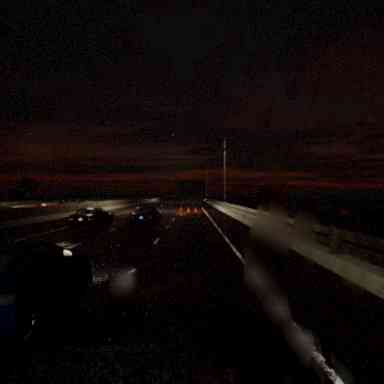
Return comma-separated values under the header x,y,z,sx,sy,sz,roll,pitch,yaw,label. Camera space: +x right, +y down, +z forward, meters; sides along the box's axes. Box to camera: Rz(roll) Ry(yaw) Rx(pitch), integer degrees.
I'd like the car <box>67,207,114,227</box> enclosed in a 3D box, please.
x,y,z,sx,sy,sz,roll,pitch,yaw,label
-6.881,1.770,23.049,2.033,1.411,5.357,0,-1,0,car

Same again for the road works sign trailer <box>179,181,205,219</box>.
x,y,z,sx,sy,sz,roll,pitch,yaw,label
0.028,0.771,32.154,2.380,3.560,2.880,0,-1,0,road works sign trailer

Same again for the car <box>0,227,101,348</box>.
x,y,z,sx,sy,sz,roll,pitch,yaw,label
-3.395,1.628,6.388,1.994,1.385,4.181,0,-1,0,car

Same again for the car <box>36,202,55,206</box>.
x,y,z,sx,sy,sz,roll,pitch,yaw,label
-17.551,1.942,39.894,1.994,1.385,4.181,0,-1,0,car

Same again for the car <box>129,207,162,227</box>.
x,y,z,sx,sy,sz,roll,pitch,yaw,label
-3.380,1.785,24.709,2.033,1.411,5.357,0,-1,0,car

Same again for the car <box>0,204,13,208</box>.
x,y,z,sx,sy,sz,roll,pitch,yaw,label
-21.063,1.942,35.796,1.895,1.301,4.718,0,-1,0,car
